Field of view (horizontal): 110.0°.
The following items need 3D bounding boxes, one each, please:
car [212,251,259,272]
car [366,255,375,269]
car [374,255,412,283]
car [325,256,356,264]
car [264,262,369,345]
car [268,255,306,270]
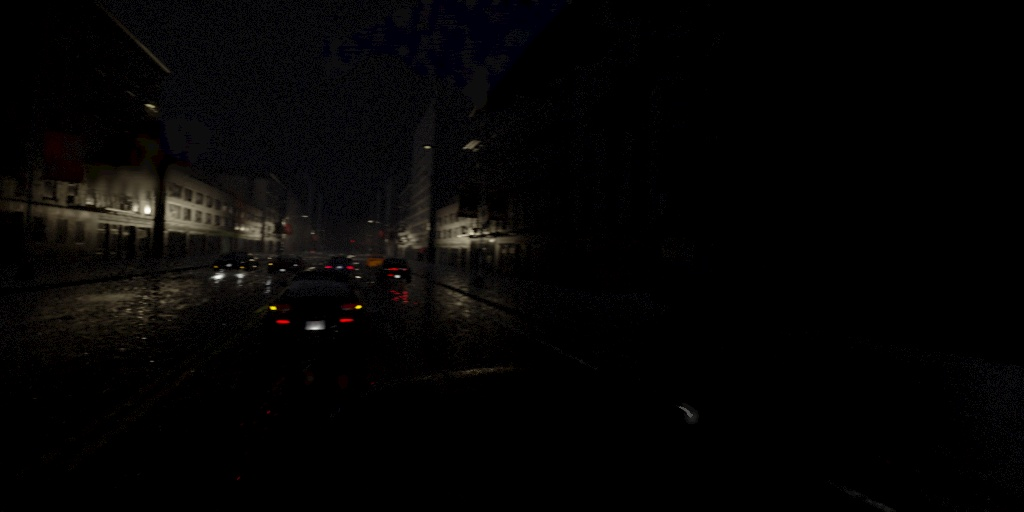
[{"bbox_3d":[-19.620,0.378,25.664,1.994,1.385,4.181,3,0,-24],"label":"car"},{"bbox_3d":[-14.563,0.587,38.491,1.882,1.535,5.008,3,0,-24],"label":"car"},{"bbox_3d":[-7.805,0.917,23.615,1.837,1.490,4.892,3,0,-24],"label":"car"},{"bbox_3d":[-12.124,0.743,25.350,2.033,1.411,5.357,3,0,-24],"label":"car"},{"bbox_3d":[-4.548,1.061,8.672,1.812,1.442,4.674,3,0,-24],"label":"car"},{"bbox_3d":[-16.168,0.592,25.908,1.895,1.301,4.718,3,0,-24],"label":"car"}]
